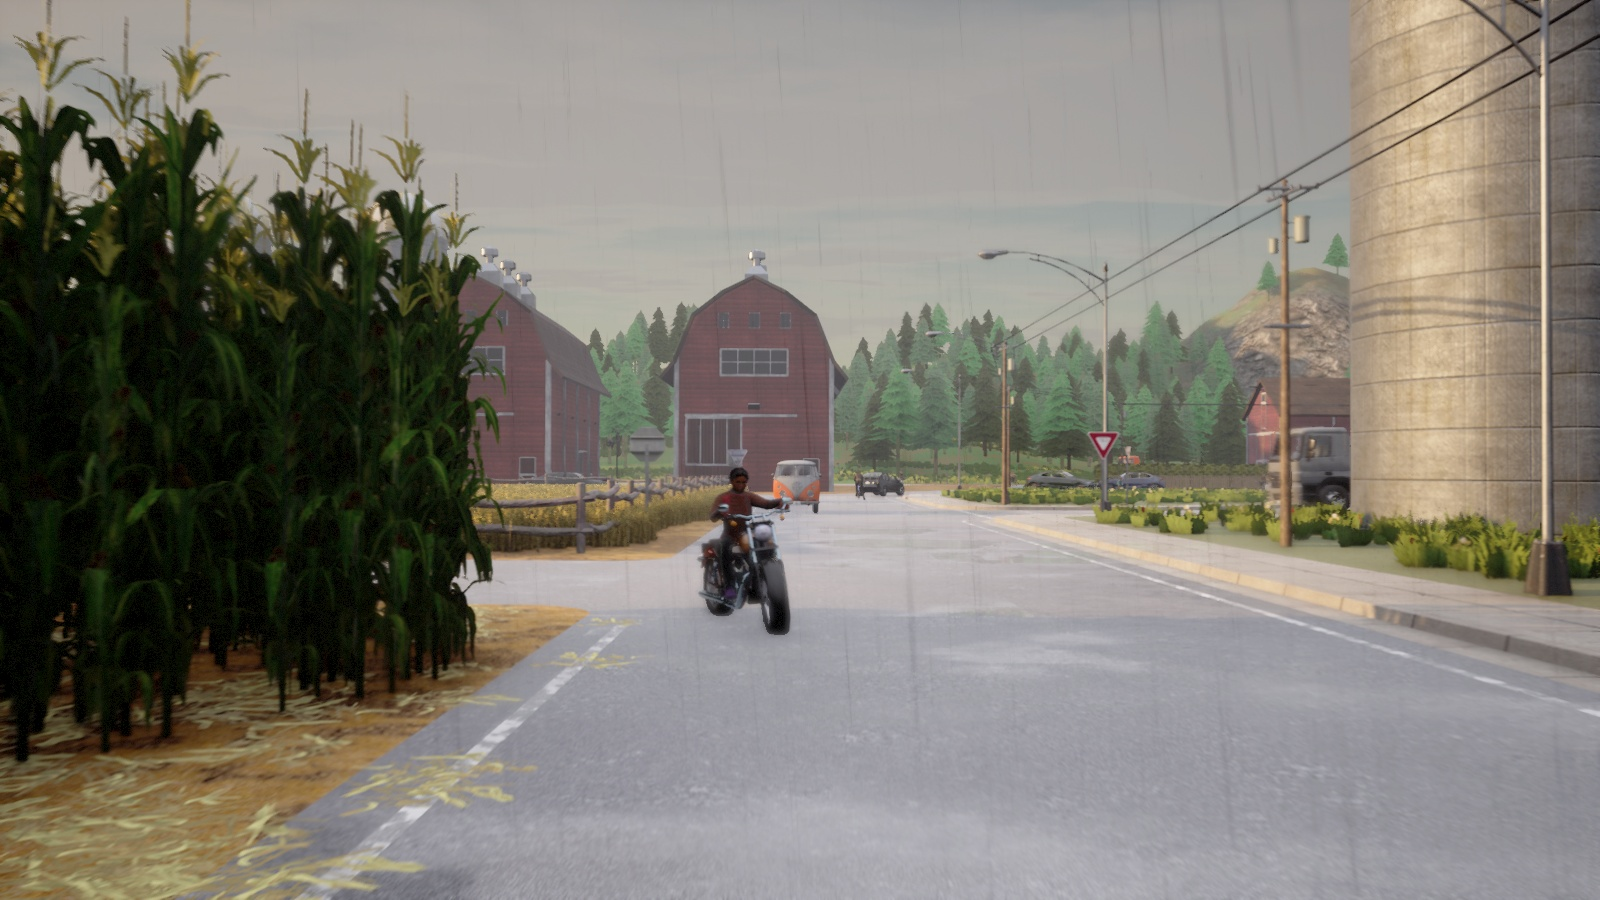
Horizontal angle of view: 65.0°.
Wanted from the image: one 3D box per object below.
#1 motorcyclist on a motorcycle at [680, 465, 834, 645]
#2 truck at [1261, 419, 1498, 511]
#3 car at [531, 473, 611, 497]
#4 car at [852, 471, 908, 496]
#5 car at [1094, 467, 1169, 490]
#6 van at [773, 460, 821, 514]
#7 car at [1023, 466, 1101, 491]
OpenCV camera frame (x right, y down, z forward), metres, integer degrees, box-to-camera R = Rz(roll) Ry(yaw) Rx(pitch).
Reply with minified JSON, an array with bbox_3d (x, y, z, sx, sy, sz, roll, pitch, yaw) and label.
[{"bbox_3d":[-0.497,0.989,12.824,0.766,1.649,2.350,-1,0,-23],"label":"motorcyclist on a motorcycle"},{"bbox_3d":[22.634,0.594,49.338,7.936,3.462,2.891,0,-1,-1],"label":"truck"},{"bbox_3d":[-14.810,2.287,81.487,4.892,1.490,1.837,-1,-1,-3],"label":"car"},{"bbox_3d":[5.174,2.110,80.708,2.007,1.525,4.514,-1,-1,26],"label":"car"},{"bbox_3d":[24.513,2.101,93.110,5.027,1.651,2.152,0,-1,3],"label":"car"},{"bbox_3d":[-0.119,1.401,48.147,1.775,1.987,4.442,0,-1,0],"label":"van"},{"bbox_3d":[18.892,2.037,90.572,5.027,1.651,2.152,1,0,28],"label":"car"}]
